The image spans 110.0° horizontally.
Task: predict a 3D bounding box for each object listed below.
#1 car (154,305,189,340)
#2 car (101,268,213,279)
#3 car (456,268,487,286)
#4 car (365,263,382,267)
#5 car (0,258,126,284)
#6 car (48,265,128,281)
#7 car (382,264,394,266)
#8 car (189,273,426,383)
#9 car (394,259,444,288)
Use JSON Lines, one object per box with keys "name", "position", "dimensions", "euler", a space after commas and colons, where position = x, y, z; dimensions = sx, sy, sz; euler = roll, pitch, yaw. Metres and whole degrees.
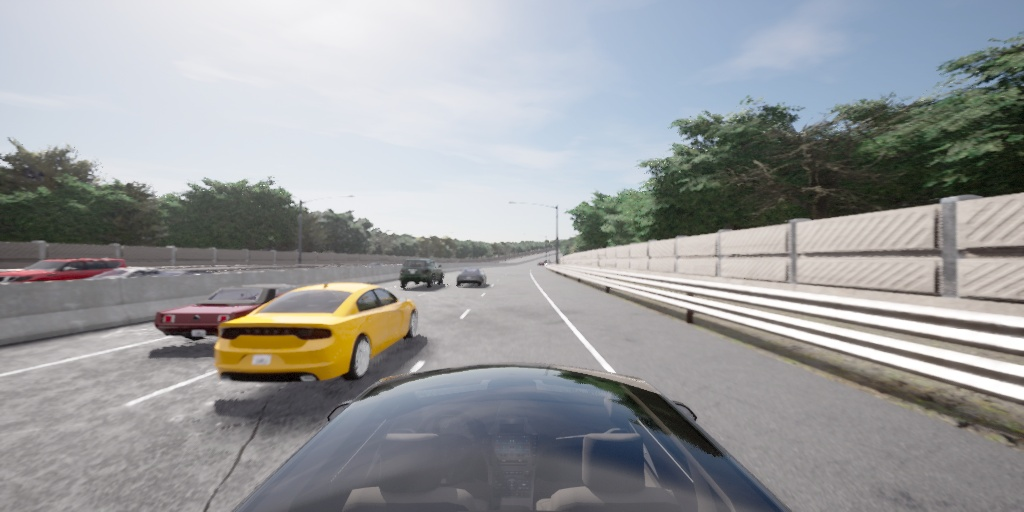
{"name": "car", "position": [-6.876, 1.438, 10.116], "dimensions": [1.895, 1.301, 4.718], "euler": [0, -1, 0]}
{"name": "car", "position": [-17.495, 1.470, 18.943], "dimensions": [2.033, 1.411, 5.357], "euler": [0, -1, 1]}
{"name": "car", "position": [-3.133, 1.594, 28.277], "dimensions": [1.994, 1.385, 4.181], "euler": [0, -1, 1]}
{"name": "car", "position": [-23.176, 1.916, 60.381], "dimensions": [1.837, 1.490, 4.892], "euler": [0, -1, 3]}
{"name": "car", "position": [-24.481, 1.148, 19.717], "dimensions": [2.150, 2.045, 5.566], "euler": [0, -1, 1]}
{"name": "car", "position": [-20.979, 1.419, 19.596], "dimensions": [2.128, 1.511, 4.902], "euler": [0, -1, 1]}
{"name": "car", "position": [-19.658, 2.025, 60.685], "dimensions": [1.895, 1.301, 4.718], "euler": [0, -1, 3]}
{"name": "car", "position": [-3.388, 1.287, 7.359], "dimensions": [1.882, 1.535, 5.008], "euler": [0, -1, 0]}
{"name": "car", "position": [-6.663, 1.234, 26.930], "dimensions": [2.150, 2.045, 5.566], "euler": [0, -1, 1]}
